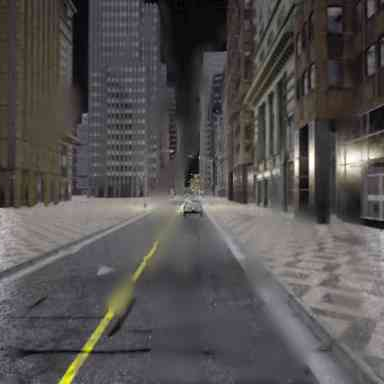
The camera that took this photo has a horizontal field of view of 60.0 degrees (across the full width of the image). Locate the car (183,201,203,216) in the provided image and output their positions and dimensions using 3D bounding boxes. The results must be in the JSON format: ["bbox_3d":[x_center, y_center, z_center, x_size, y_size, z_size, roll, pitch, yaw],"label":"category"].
[{"bbox_3d":[0.094,1.549,32.375,2.033,1.411,5.357,0,0,0],"label":"car"}]
